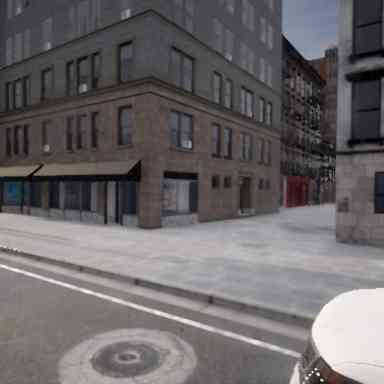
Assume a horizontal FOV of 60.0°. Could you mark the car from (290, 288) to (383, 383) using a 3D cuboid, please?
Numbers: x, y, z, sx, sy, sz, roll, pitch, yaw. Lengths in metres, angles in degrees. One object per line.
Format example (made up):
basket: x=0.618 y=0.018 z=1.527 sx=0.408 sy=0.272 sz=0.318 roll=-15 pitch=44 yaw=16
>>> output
car: x=3.263 y=1.261 z=1.380 sx=5.566 sy=2.045 sz=2.150 roll=2 pitch=1 yaw=35
